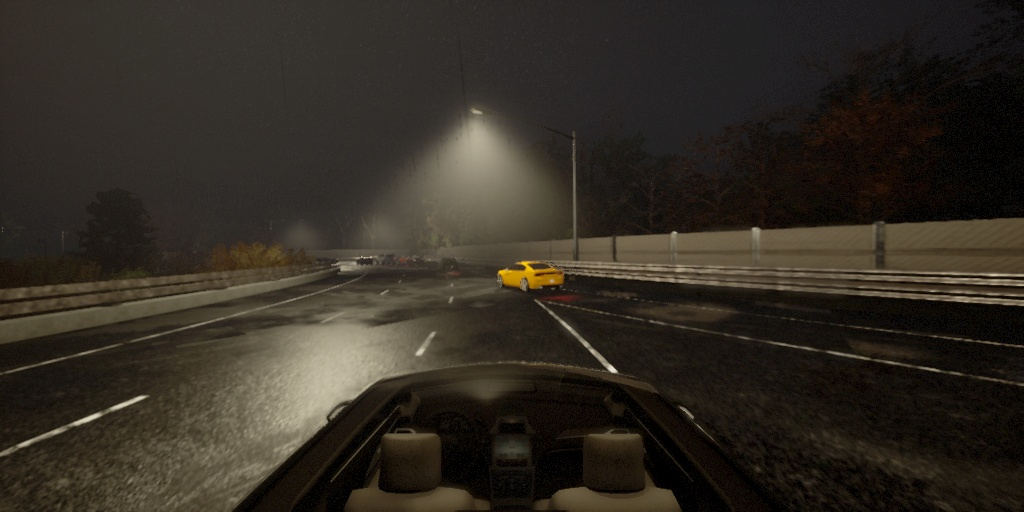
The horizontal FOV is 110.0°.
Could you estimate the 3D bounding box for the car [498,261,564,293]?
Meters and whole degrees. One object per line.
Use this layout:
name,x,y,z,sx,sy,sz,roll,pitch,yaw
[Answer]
car,0.858,1.033,19.433,1.882,1.535,5.008,-1,1,-26

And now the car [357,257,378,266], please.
car,-24.730,0.867,60.306,2.128,1.511,4.902,-1,1,-35

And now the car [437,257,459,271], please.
car,-7.404,0.906,41.395,1.837,1.490,4.892,0,0,-20

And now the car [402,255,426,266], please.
car,-15.976,0.857,59.534,2.033,1.411,5.357,-1,3,-34
